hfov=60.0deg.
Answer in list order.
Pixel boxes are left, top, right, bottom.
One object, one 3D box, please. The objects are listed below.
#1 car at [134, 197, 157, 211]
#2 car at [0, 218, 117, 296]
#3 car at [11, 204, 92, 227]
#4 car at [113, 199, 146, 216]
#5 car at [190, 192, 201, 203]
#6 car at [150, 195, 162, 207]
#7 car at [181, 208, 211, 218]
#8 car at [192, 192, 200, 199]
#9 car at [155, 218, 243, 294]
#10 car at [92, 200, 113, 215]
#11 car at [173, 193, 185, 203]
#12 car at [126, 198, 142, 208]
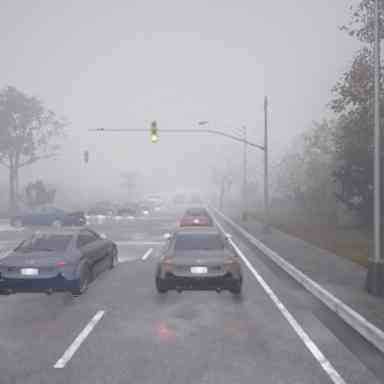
[{"bbox_3d":[-6.621,1.848,46.566,2.033,1.411,5.357,0,0,1],"label":"car"},{"bbox_3d":[-3.340,1.622,8.853,1.994,1.385,4.181,0,0,0],"label":"car"},{"bbox_3d":[-9.521,1.620,21.976,5.008,1.535,1.882,0,-2,16],"label":"car"},{"bbox_3d":[-6.749,1.783,36.492,2.033,1.411,5.357,0,0,1],"label":"car"},{"bbox_3d":[0.723,1.293,67.829,2.097,1.767,4.553,0,3,1],"label":"car"},{"bbox_3d":[-6.441,1.518,57.893,2.150,2.045,5.566,0,1,1],"label":"car"},{"bbox_3d":[0.283,1.705,21.698,1.994,1.385,4.181,0,0,1],"label":"car"},{"bbox_3d":[0.841,0.820,77.871,1.837,1.490,4.892,0,3,1],"label":"car"},{"bbox_3d":[0.161,1.622,8.984,1.994,1.385,4.181,0,0,0],"label":"car"},{"bbox_3d":[-10.207,1.749,37.815,1.837,1.490,4.892,0,0,4],"label":"car"},{"bbox_3d":[-2.777,1.502,67.909,1.994,1.385,4.181,0,3,1],"label":"car"},{"bbox_3d":[-9.941,1.827,57.557,1.812,1.442,4.674,0,1,1],"label":"car"}]
